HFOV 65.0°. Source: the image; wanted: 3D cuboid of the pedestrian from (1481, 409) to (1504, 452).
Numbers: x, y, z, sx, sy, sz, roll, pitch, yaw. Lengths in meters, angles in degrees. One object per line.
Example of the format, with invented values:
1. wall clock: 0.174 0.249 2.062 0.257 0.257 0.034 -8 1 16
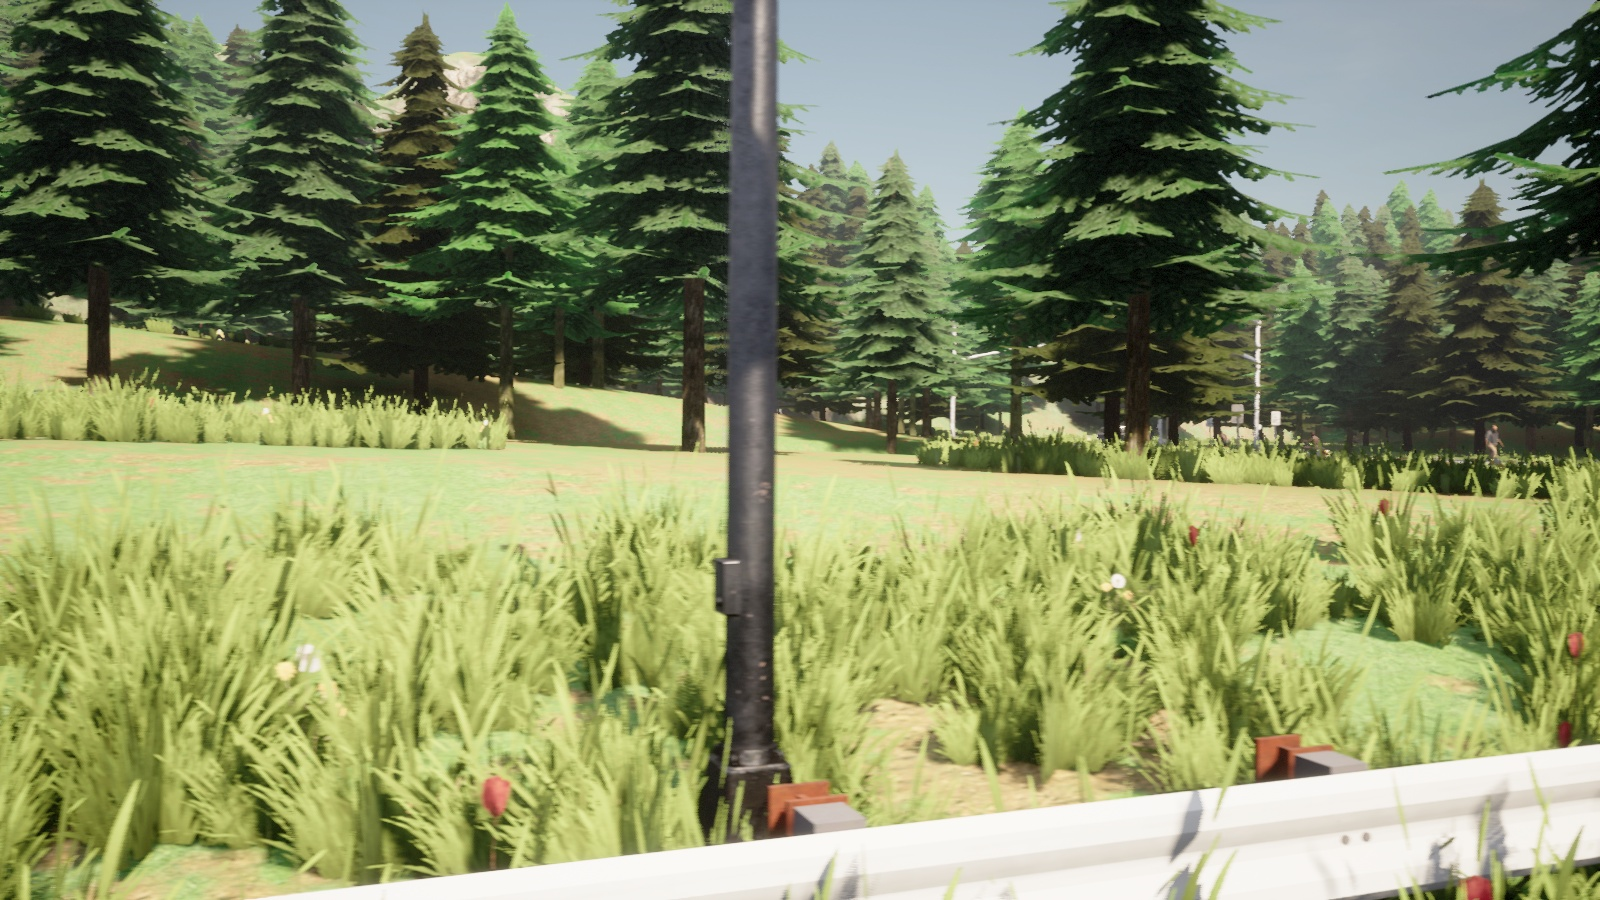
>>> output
1. pedestrian: 29.849 -0.854 54.138 0.540 1.848 0.694 -1 1 -18
